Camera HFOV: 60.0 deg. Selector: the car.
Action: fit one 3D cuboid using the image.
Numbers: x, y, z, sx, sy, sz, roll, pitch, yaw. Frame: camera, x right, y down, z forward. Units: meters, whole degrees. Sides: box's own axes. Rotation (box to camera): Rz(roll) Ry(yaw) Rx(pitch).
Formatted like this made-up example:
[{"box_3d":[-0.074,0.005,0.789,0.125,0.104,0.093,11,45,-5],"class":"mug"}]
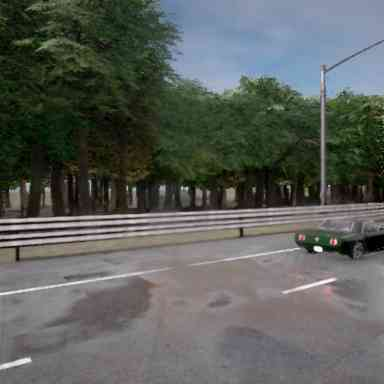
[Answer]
[{"box_3d":[6.063,1.625,12.437,4.718,1.301,1.895,0,0,-35],"class":"car"}]
